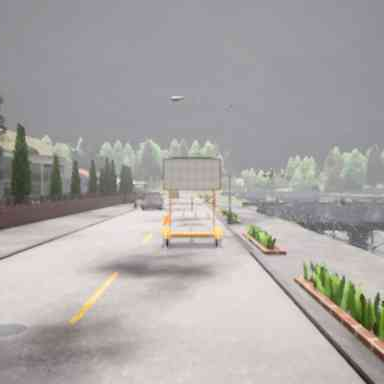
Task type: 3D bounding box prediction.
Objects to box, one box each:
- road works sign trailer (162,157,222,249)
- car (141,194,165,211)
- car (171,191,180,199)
[{"bbox_3d":[0.000,0.343,13.789,2.380,3.560,2.880,0,1,0],"label":"road works sign trailer"},{"bbox_3d":[-4.090,1.045,35.109,2.097,1.767,4.553,0,0,0],"label":"car"},{"bbox_3d":[-3.998,0.485,75.771,2.150,2.045,5.566,0,0,0],"label":"car"}]
